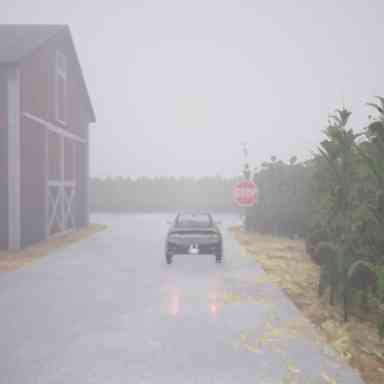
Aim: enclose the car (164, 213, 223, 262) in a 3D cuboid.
[{"bbox_3d":[0.069,1.497,12.109,2.128,1.511,4.902,0,0,0],"label":"car"}]
